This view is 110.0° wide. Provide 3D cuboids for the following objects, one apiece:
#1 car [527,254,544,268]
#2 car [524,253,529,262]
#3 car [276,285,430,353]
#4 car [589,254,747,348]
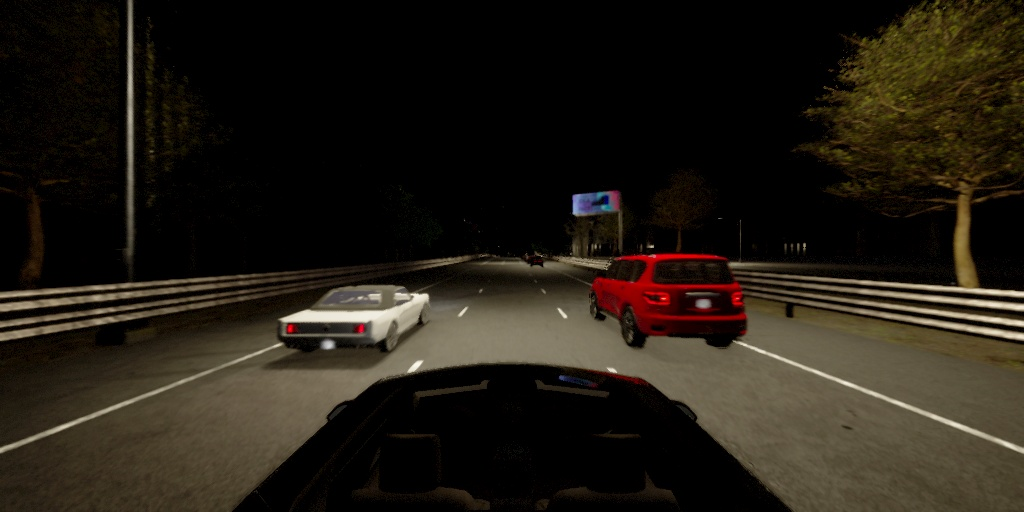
[{"bbox_3d":[3.516,0.882,51.642,1.837,1.490,4.892,0,1,0],"label":"car"},{"bbox_3d":[3.521,0.741,62.638,1.812,1.442,4.674,0,1,0],"label":"car"},{"bbox_3d":[-3.401,1.358,8.852,1.895,1.301,4.718,0,0,0],"label":"car"},{"bbox_3d":[3.600,0.977,9.421,2.150,2.045,5.566,0,0,0],"label":"car"}]
